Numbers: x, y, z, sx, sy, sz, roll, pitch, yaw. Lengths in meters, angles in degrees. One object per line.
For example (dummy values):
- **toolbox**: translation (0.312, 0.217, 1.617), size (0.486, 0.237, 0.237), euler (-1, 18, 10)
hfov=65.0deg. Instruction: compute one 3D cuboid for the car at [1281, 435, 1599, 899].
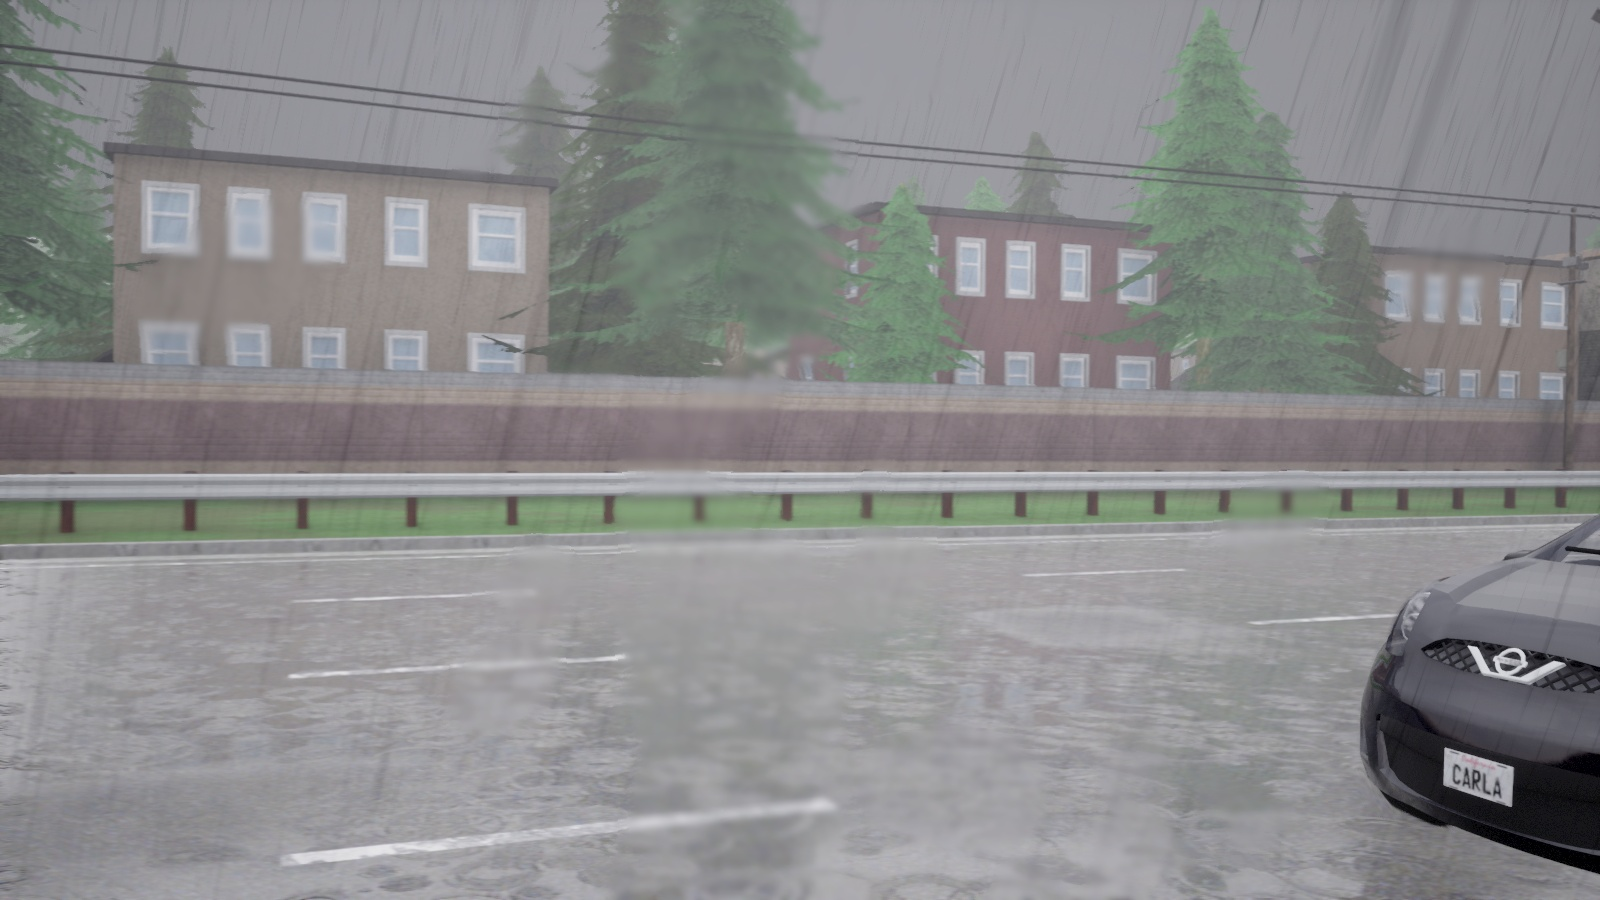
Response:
- **car**: translation (3.922, 0.693, 4.728), size (3.633, 1.501, 1.845), euler (-1, 1, -21)
